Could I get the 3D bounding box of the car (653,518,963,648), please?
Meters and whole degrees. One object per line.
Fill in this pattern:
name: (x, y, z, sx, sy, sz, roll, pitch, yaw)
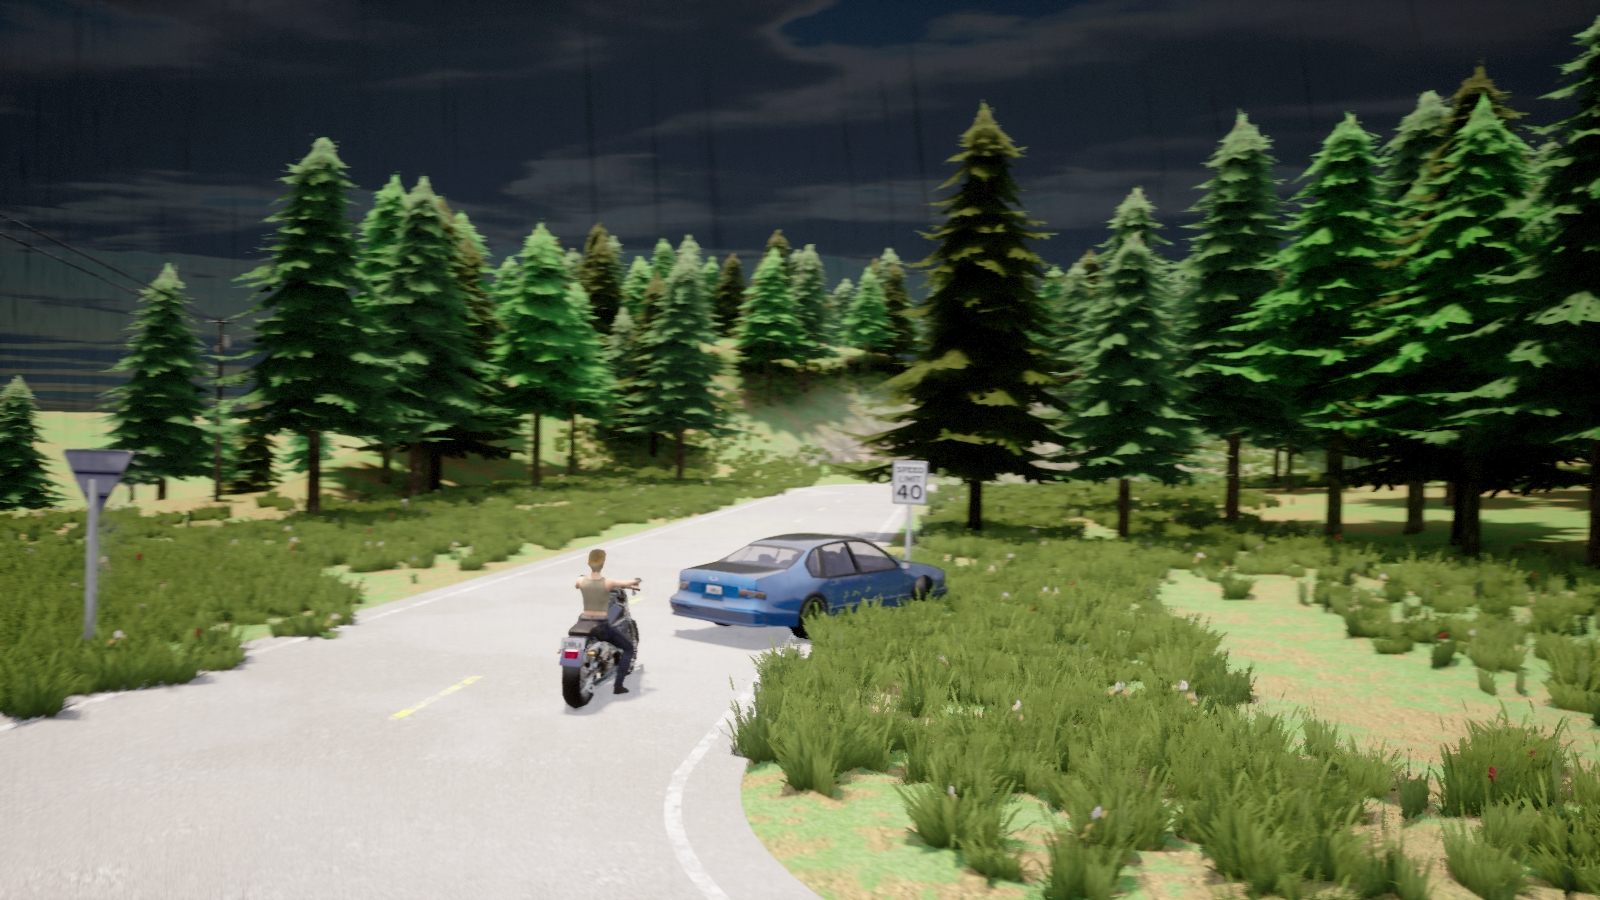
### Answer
car: (0.329, 1.946, 18.065, 2.033, 1.411, 5.357, 2, 1, 38)
